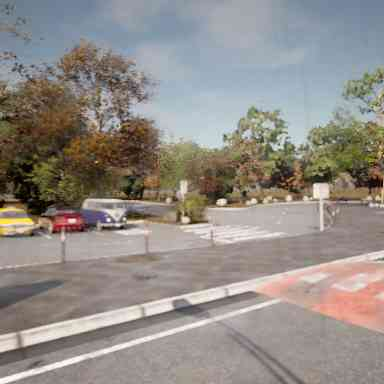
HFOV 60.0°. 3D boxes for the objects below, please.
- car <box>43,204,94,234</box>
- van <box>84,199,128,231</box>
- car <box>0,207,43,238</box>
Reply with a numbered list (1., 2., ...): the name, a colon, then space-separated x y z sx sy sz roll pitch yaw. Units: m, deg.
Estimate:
1. car: -8.212 1.696 20.920 2.163 1.488 4.792 1 0 -36
2. van: -5.868 1.468 22.416 1.878 1.987 4.442 1 0 -36
3. car: -10.345 1.635 19.129 1.946 1.575 5.366 1 0 -36
